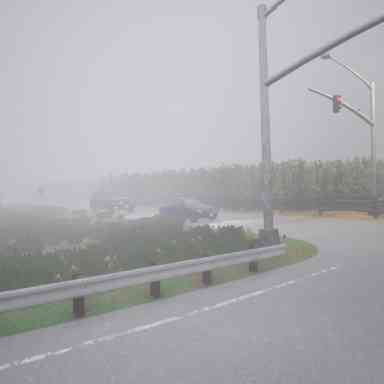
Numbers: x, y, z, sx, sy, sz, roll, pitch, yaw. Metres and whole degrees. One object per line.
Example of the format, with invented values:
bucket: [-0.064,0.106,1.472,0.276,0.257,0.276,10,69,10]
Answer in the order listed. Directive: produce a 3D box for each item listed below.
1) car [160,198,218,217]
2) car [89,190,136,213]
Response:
car: [-0.362,1.113,21.920,1.812,1.442,4.674,-3,2,-41]
car: [-7.294,0.850,29.983,2.150,2.045,5.566,-3,2,-41]
